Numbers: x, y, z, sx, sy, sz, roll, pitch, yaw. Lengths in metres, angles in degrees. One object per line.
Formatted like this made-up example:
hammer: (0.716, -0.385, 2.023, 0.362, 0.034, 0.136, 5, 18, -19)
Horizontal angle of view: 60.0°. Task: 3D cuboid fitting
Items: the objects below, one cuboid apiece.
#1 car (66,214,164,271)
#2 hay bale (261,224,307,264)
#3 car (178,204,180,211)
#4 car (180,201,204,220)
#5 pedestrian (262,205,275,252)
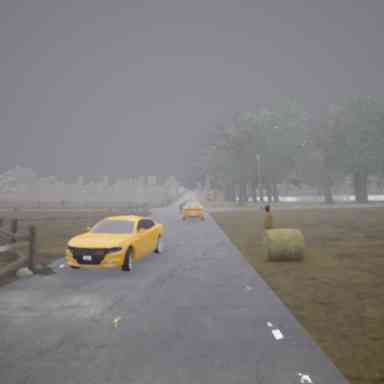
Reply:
car: (-2.410, 1.582, 11.601, 1.882, 1.535, 5.008, 0, -1, 11)
hay bale: (3.130, 1.759, 11.488, 1.220, 1.180, 1.240, -1, -2, 0)
car: (-0.475, 1.860, 42.461, 2.033, 1.411, 5.357, 0, 0, -14)
car: (0.123, 1.742, 31.210, 1.882, 1.535, 5.008, 0, 0, 0)
pedestrian: (2.842, 1.371, 12.614, 0.375, 1.860, 0.375, 1, -2, -5)
